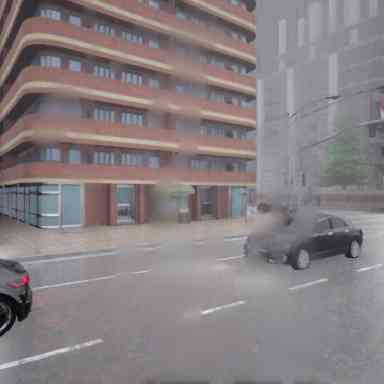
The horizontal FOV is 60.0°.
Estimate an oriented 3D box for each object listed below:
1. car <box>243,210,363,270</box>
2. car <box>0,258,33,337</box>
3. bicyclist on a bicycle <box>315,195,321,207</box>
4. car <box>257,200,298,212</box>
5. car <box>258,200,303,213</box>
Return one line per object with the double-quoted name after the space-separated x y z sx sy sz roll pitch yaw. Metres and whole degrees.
3.837 1.505 11.094 4.892 1.490 1.837 0 0 -36 "car"
-4.689 1.564 4.928 4.181 1.385 1.994 0 0 -36 "car"
17.779 1.301 46.912 1.656 1.620 0.582 0 0 -36 "bicyclist on a bicycle"
8.612 1.526 33.261 1.812 1.442 4.674 0 0 -36 "car"
9.875 1.601 37.430 1.895 1.301 4.718 0 0 -36 "car"
